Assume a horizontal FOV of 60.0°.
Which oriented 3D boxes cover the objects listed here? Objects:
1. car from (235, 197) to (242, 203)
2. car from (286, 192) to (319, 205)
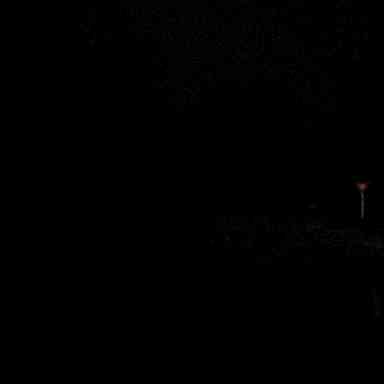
[{"bbox_3d":[11.293,2.342,78.400,2.150,2.045,5.566,0,-4,10],"label":"car"},{"bbox_3d":[14.932,0.788,45.108,2.097,1.767,4.553,-1,1,-26],"label":"car"}]
